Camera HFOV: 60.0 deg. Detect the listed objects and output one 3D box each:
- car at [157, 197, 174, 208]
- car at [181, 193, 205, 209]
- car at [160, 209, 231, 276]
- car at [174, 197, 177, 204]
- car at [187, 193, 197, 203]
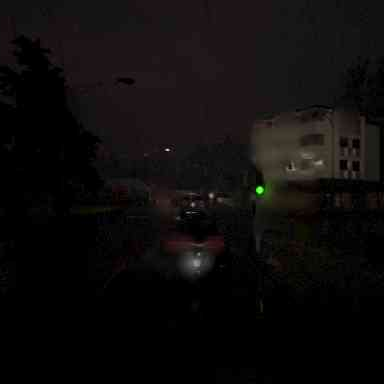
[{"bbox_3d":[-4.071,1.538,49.302,1.882,1.535,5.008,0,0,0],"label":"car"},{"bbox_3d":[0.105,1.262,33.578,2.150,2.045,5.566,0,0,0],"label":"car"},{"bbox_3d":[0.085,1.504,10.406,2.128,1.511,4.902,0,0,0],"label":"car"},{"bbox_3d":[-3.994,1.628,65.925,2.033,1.411,5.357,0,0,0],"label":"car"},{"bbox_3d":[0.014,1.310,71.708,2.150,2.045,5.566,0,0,0],"label":"car"}]
